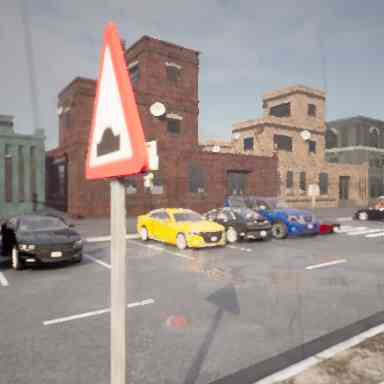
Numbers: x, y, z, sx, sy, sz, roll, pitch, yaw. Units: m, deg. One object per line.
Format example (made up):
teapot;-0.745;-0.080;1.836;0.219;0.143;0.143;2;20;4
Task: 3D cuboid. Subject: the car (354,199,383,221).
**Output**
car;15.246;1.562;25.912;2.231;1.521;4.892;0;0;-35

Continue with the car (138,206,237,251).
car;-0.605;1.495;14.630;2.097;1.535;5.008;0;0;-35

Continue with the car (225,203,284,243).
car;1.665;1.507;16.234;2.231;1.521;4.892;0;0;-35

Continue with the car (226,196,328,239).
car;3.942;1.264;17.829;2.435;2.045;5.566;0;0;-35

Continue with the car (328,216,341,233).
car;6.206;1.555;19.442;2.163;1.488;4.792;0;0;-35

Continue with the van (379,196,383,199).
van;17.439;1.343;27.626;1.878;1.987;4.442;0;0;-35

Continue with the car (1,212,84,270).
car;-5.232;1.473;11.342;2.097;1.535;5.008;0;0;-35
